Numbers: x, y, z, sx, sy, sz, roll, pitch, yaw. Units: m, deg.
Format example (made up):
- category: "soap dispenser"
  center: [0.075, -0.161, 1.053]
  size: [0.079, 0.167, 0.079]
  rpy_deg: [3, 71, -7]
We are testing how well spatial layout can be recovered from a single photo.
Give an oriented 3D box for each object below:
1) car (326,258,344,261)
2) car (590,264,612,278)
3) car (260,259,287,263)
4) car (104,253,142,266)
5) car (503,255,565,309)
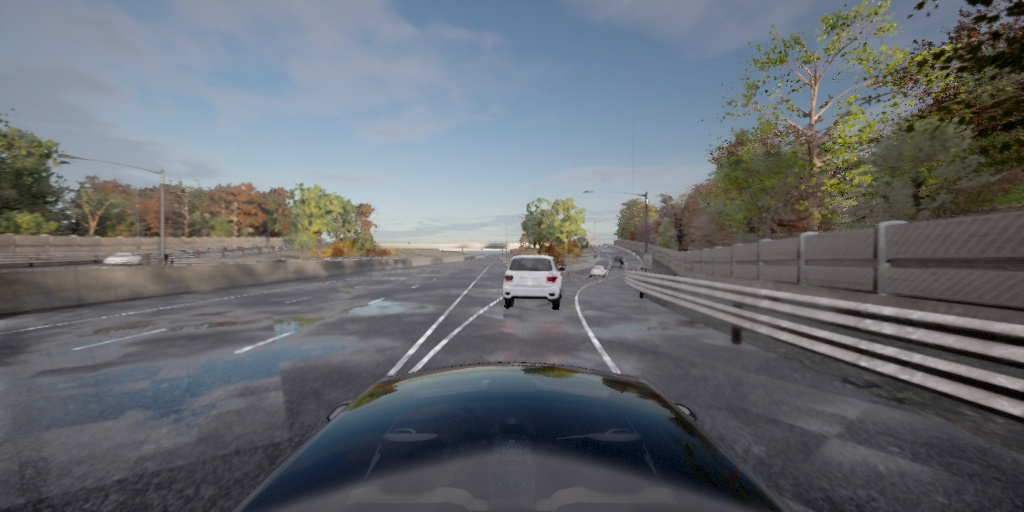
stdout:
- category: "car"
  center: [-22.885, 1.213, 46.354]
  size: [1.895, 1.301, 4.718]
  rpy_deg: [0, 0, -2]
- category: "car"
  center: [11.317, 2.041, 46.372]
  size: [1.812, 1.442, 4.674]
  rpy_deg: [1, 0, 23]
- category: "car"
  center: [-29.835, 1.073, 44.771]
  size: [1.837, 1.490, 4.892]
  rpy_deg: [0, 0, -2]
- category: "car"
  center: [-44.366, 0.385, 41.042]
  size: [1.812, 1.442, 4.674]
  rpy_deg: [0, 1, -26]
- category: "car"
  center: [1.058, 1.016, 15.516]
  size: [2.150, 2.045, 5.566]
  rpy_deg: [0, -1, 9]
